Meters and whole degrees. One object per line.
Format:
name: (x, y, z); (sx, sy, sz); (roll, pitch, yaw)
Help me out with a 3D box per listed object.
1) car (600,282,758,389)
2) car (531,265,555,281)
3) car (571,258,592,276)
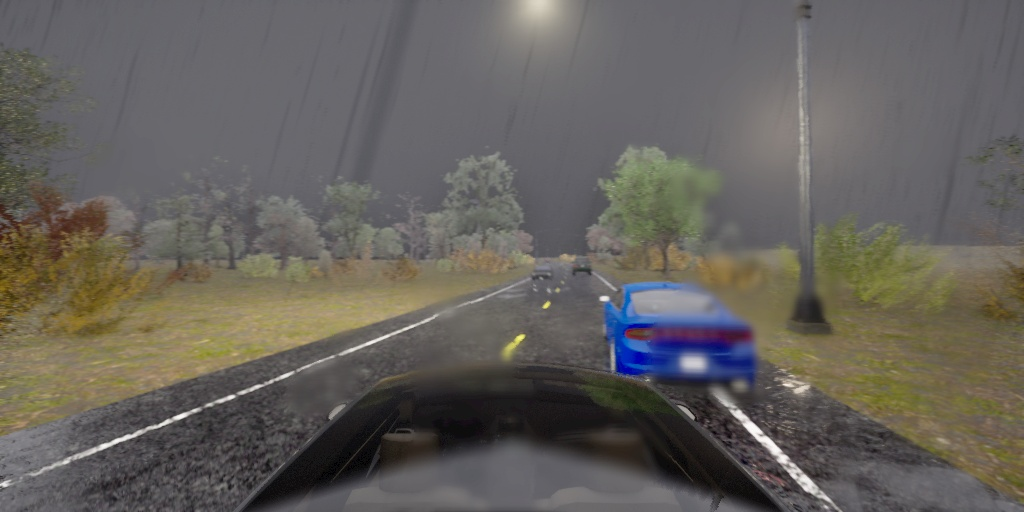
car: (2.828, 1.244, 7.030); (1.882, 1.535, 5.008); (-1, -1, 12)
car: (2.993, 1.547, 33.530); (2.033, 1.411, 5.357); (-1, -1, 10)
car: (8.297, 1.232, 42.657); (2.150, 2.045, 5.566); (-1, 0, 9)
